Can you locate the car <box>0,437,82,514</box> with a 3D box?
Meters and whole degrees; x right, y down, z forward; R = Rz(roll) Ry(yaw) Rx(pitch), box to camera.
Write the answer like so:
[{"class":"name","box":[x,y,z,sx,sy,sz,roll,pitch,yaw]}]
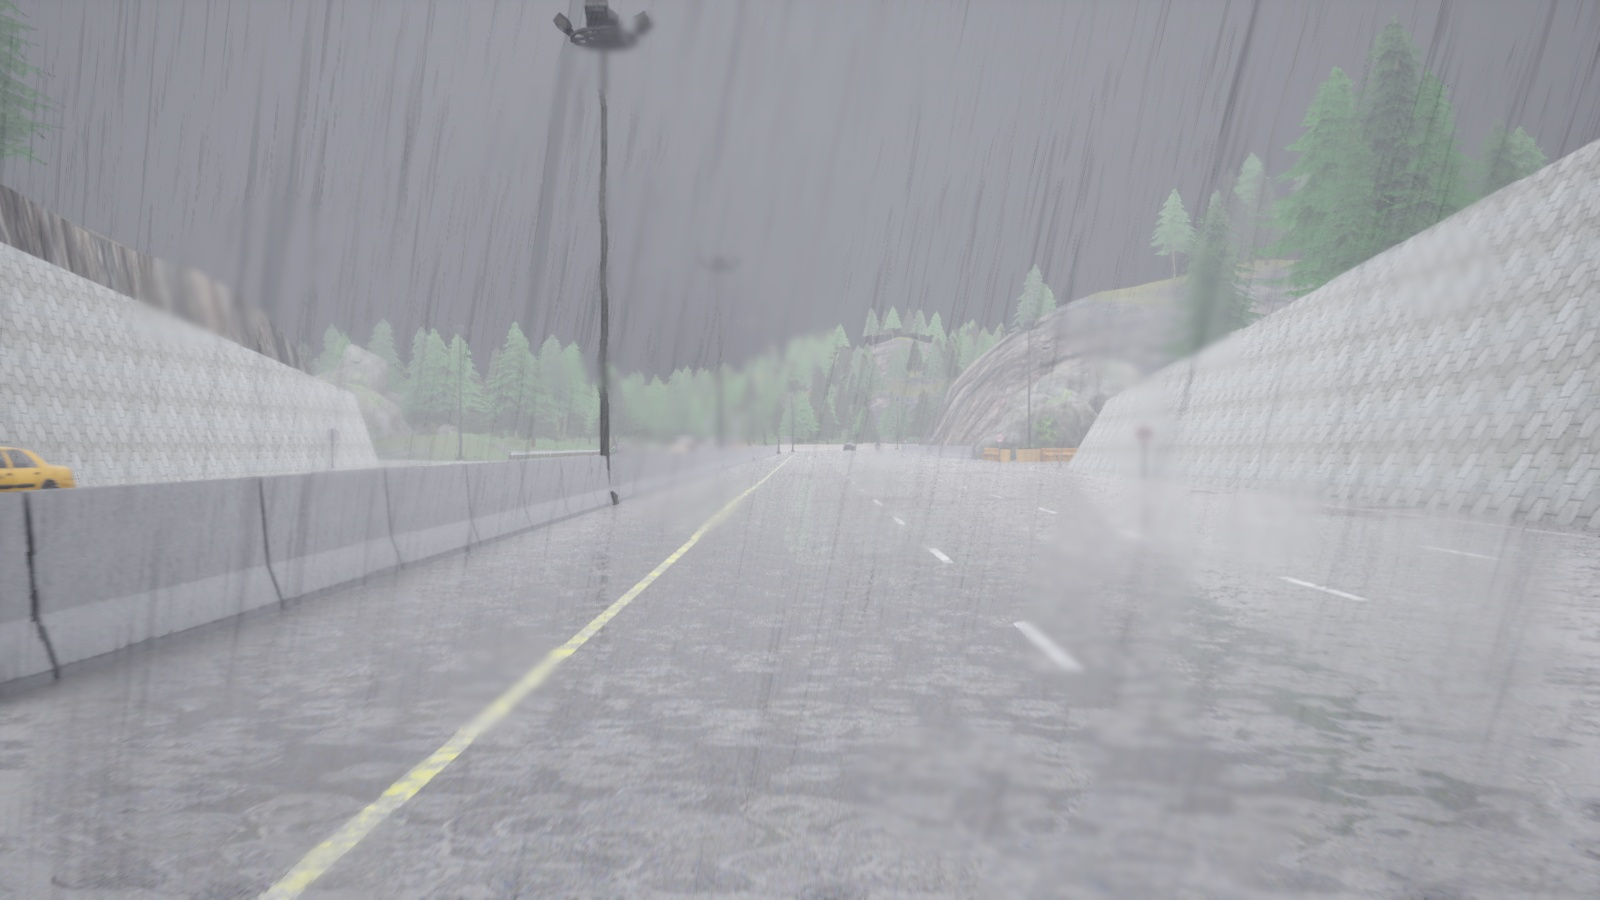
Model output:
[{"class":"car","box":[-17.338,0.525,26.038,1.801,1.575,5.366,0,0,0]}]
